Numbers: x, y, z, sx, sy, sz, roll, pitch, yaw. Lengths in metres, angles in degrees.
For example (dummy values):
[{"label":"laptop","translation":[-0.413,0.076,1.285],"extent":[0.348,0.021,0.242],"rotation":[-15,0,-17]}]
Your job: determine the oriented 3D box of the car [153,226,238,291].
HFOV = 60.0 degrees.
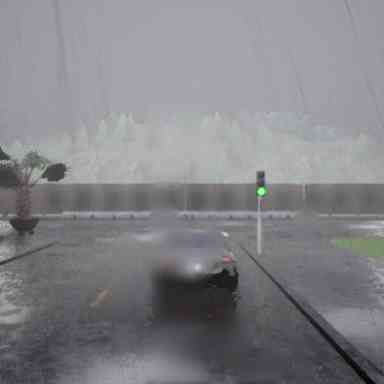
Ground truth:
[{"label":"car","translation":[0.080,1.608,9.134],"extent":[1.994,1.385,4.181],"rotation":[0,0,0]}]
